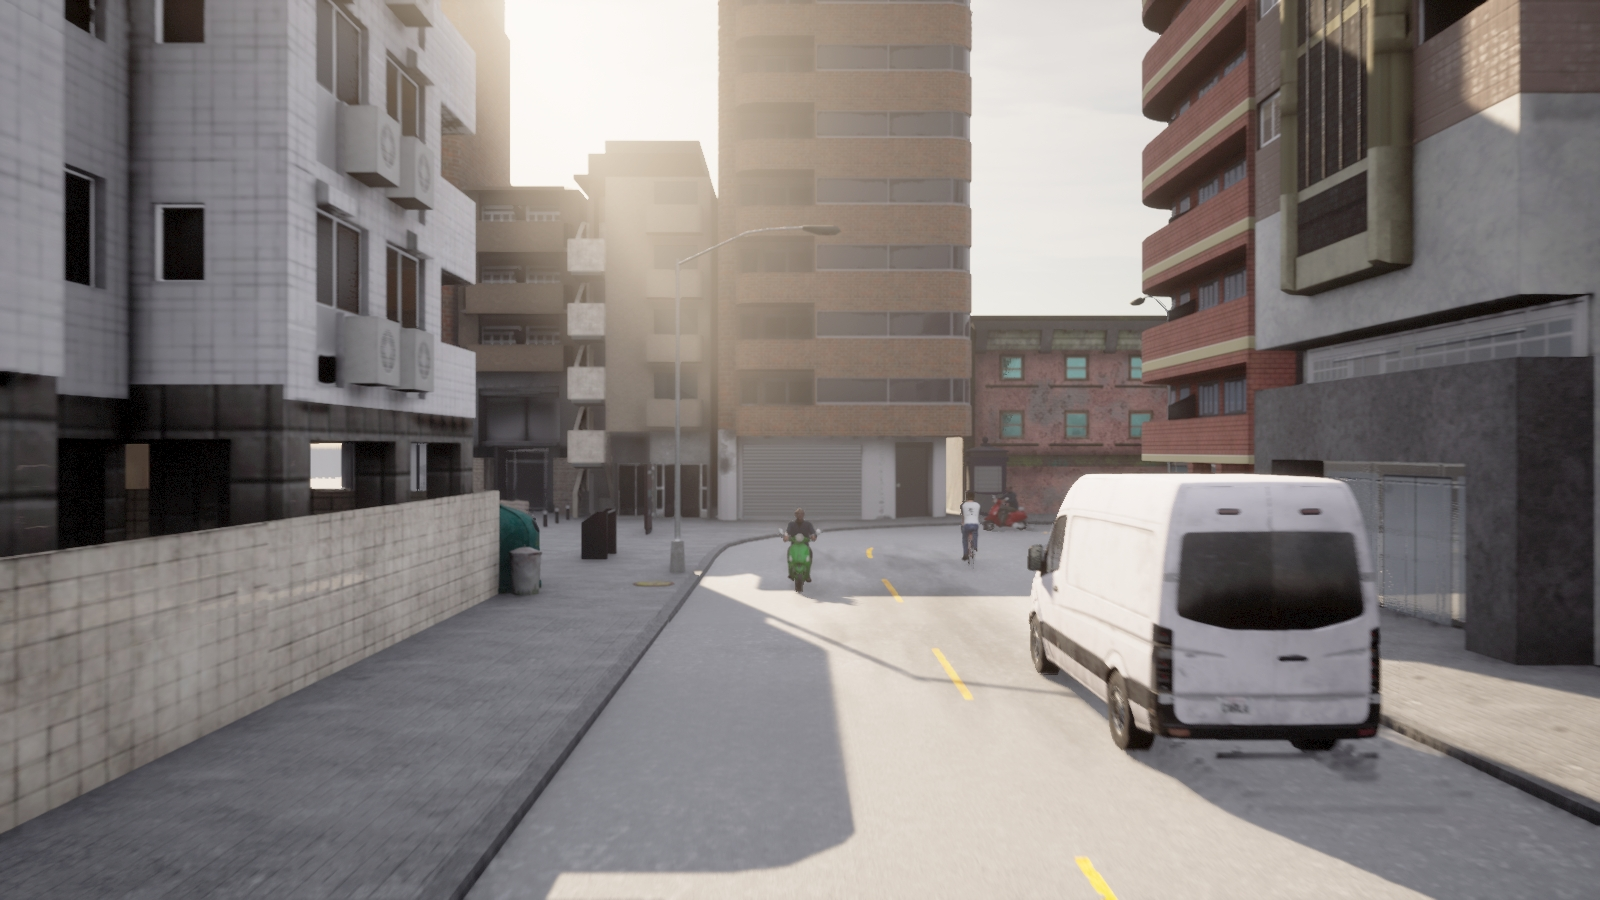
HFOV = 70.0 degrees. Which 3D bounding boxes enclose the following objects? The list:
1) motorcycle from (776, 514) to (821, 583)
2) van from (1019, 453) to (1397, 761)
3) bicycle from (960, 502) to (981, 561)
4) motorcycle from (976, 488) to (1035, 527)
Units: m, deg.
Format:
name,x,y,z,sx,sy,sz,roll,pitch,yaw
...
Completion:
name,x,y,z,sx,sy,sz,roll,pitch,yaw
motorcycle,-0.026,1.960,22.992,0.856,1.236,1.805,0,0,0
van,3.953,1.313,12.447,1.988,2.561,5.915,0,0,0
bicycle,4.068,1.935,27.334,0.373,1.296,1.643,0,-1,4
motorcycle,7.051,1.962,39.155,1.805,1.236,0.856,0,2,-22
